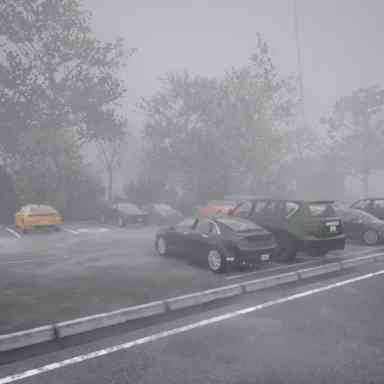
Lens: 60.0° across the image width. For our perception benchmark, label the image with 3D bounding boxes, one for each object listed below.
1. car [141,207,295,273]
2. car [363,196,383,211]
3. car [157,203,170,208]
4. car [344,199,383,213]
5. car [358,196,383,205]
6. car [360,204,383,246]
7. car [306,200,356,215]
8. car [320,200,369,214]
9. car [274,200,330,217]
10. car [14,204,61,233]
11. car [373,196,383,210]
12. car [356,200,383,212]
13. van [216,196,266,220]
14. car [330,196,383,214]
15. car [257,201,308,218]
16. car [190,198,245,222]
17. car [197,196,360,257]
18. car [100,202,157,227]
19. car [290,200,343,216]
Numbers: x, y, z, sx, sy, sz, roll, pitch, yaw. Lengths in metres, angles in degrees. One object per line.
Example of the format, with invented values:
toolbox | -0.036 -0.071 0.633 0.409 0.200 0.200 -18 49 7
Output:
car | 0.544 1.474 10.814 2.231 1.521 4.892 0 0 -35
car | 26.994 1.574 45.729 2.435 2.045 5.566 1 -1 -36
car | -2.489 1.537 24.721 2.002 1.452 4.674 0 0 -35
car | 22.448 1.763 42.510 2.097 1.535 5.008 1 0 -36
car | 9.657 1.283 17.346 2.435 2.045 5.566 1 0 -35
car | 7.384 1.513 15.699 2.231 1.521 4.892 1 0 -35
car | 15.664 1.711 37.633 2.163 1.488 4.792 1 0 -36
car | 17.896 1.737 39.299 2.163 1.488 4.792 1 0 -36
car | 11.222 1.628 34.267 1.946 1.575 5.366 1 0 -36
car | -9.292 1.465 19.870 2.097 1.535 5.008 0 0 -35
car | 29.159 1.607 47.277 2.435 2.045 5.566 1 -1 -36
car | 24.610 1.832 44.058 2.002 1.452 4.674 1 0 -36
van | 4.246 1.330 29.659 1.878 1.987 4.442 1 0 -35
car | 20.196 1.483 40.873 2.435 2.045 5.566 1 0 -36
car | 8.849 1.646 32.798 2.002 1.452 4.674 1 0 -36
car | 2.067 1.408 27.925 2.185 1.767 4.553 1 0 -35
car | 2.807 1.231 12.467 2.435 2.045 5.566 0 0 -35
car | -4.761 1.482 23.107 2.097 1.535 5.008 0 0 -35
car | 13.384 1.657 36.033 2.097 1.535 5.008 1 0 -36
